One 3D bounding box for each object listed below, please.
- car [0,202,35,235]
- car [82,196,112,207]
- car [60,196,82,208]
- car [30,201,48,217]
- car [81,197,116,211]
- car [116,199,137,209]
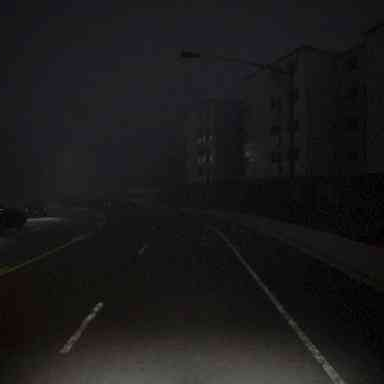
[{"bbox_3d":[-11.248,1.573,19.215,2.033,1.411,5.357,0,0,-7],"label":"car"},{"bbox_3d":[-14.427,1.455,50.337,4.902,1.511,2.128,0,0,45],"label":"car"},{"bbox_3d":[-17.296,1.340,48.272,4.553,1.767,2.097,0,0,45],"label":"car"},{"bbox_3d":[-14.408,1.541,30.834,1.812,1.442,4.674,0,0,-23],"label":"car"},{"bbox_3d":[-11.519,1.517,40.875,2.033,1.411,5.357,0,0,-33],"label":"car"},{"bbox_3d":[-8.909,1.547,43.270,1.895,1.301,4.718,0,0,-33],"label":"car"}]
